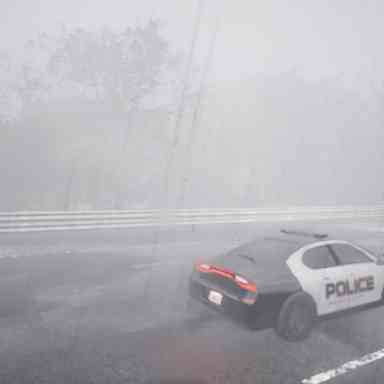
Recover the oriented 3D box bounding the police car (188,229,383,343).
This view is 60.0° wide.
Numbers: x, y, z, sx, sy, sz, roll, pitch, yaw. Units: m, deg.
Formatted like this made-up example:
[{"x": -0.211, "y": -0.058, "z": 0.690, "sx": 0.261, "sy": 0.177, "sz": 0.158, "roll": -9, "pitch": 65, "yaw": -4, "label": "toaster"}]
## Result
[{"x": 2.469, "y": 1.558, "z": 6.618, "sx": 4.974, "sy": 1.542, "sz": 2.038, "roll": 1, "pitch": 0, "yaw": -30, "label": "police car"}]
